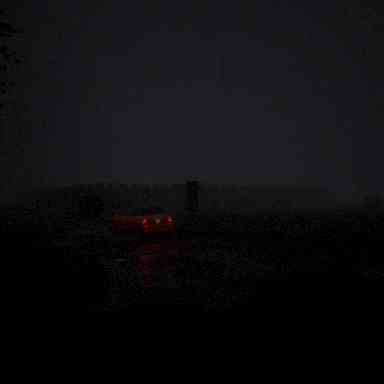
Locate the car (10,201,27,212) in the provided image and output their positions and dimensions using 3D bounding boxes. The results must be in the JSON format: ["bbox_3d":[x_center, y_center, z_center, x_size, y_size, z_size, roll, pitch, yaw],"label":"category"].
[{"bbox_3d":[-28.235,2.227,53.995,2.097,1.767,4.553,-1,0,-34],"label":"car"}]

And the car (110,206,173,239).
[{"bbox_3d":[-3.043,1.576,19.209,2.097,1.767,4.553,-1,0,-37],"label":"car"}]
